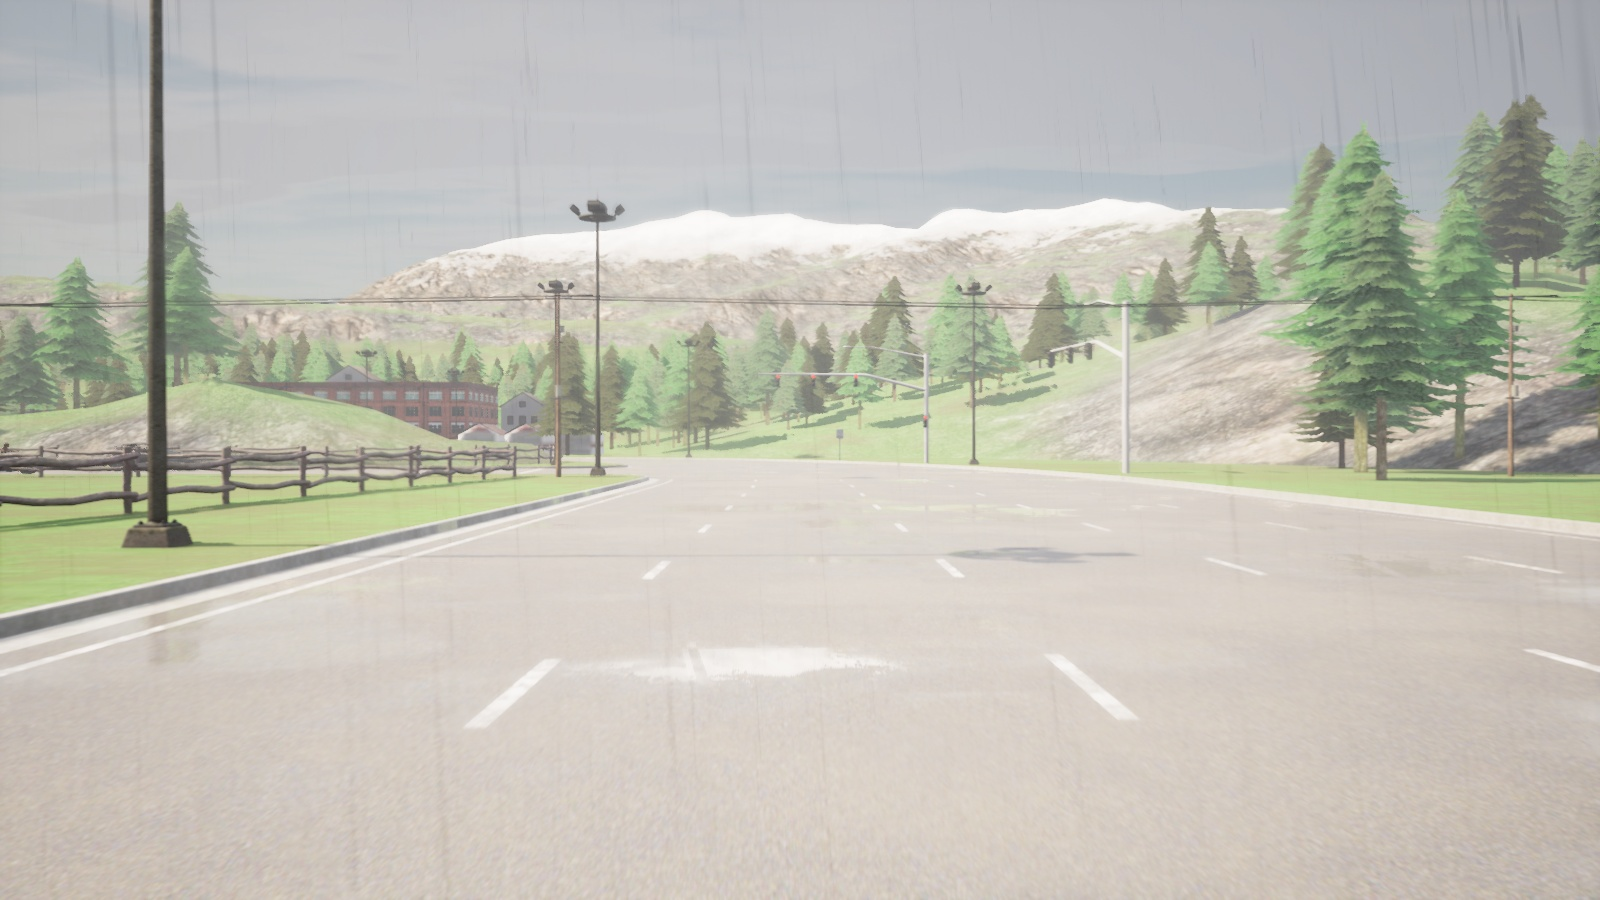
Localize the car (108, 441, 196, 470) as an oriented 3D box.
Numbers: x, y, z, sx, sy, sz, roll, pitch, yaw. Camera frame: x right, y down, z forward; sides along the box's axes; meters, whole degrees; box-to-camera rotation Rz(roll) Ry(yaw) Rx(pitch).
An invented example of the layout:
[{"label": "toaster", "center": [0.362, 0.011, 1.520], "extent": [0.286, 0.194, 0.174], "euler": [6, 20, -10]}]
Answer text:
[{"label": "car", "center": [-36.329, 0.305, 70.470], "extent": [3.988, 1.617, 1.851], "euler": [0, 0, -1]}]
